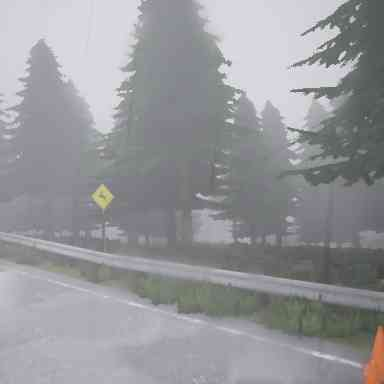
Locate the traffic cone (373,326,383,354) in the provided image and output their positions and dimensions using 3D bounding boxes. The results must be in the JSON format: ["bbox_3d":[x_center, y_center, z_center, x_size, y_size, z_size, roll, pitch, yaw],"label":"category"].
[{"bbox_3d":[2.329,1.956,4.106,0.340,0.580,0.340,0,0,34],"label":"traffic cone"}]

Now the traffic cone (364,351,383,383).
[{"bbox_3d":[1.785,1.956,3.270,0.340,0.580,0.340,0,0,33],"label":"traffic cone"}]
